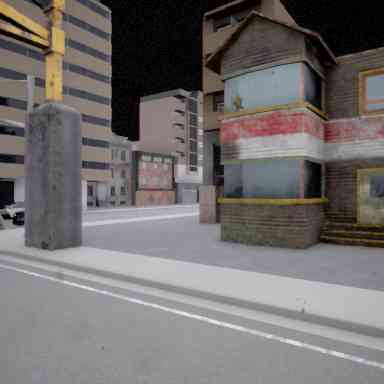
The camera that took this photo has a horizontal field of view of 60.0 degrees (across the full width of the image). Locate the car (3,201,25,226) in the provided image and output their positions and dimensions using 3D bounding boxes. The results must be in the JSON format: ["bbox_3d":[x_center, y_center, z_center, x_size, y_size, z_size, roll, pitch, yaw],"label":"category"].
[{"bbox_3d":[-10.085,1.453,22.997,2.038,1.542,4.974,0,0,15],"label":"car"}]

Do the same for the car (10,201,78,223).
[{"bbox_3d":[-10.071,1.295,23.047,1.853,1.218,4.536,0,0,15],"label":"car"}]

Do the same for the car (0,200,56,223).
[{"bbox_3d":[-13.287,1.453,25.671,4.974,1.542,2.038,0,0,-30],"label":"car"}]

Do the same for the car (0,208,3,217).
[{"bbox_3d":[-13.242,1.295,25.697,4.536,1.218,1.853,0,0,-30],"label":"car"}]
